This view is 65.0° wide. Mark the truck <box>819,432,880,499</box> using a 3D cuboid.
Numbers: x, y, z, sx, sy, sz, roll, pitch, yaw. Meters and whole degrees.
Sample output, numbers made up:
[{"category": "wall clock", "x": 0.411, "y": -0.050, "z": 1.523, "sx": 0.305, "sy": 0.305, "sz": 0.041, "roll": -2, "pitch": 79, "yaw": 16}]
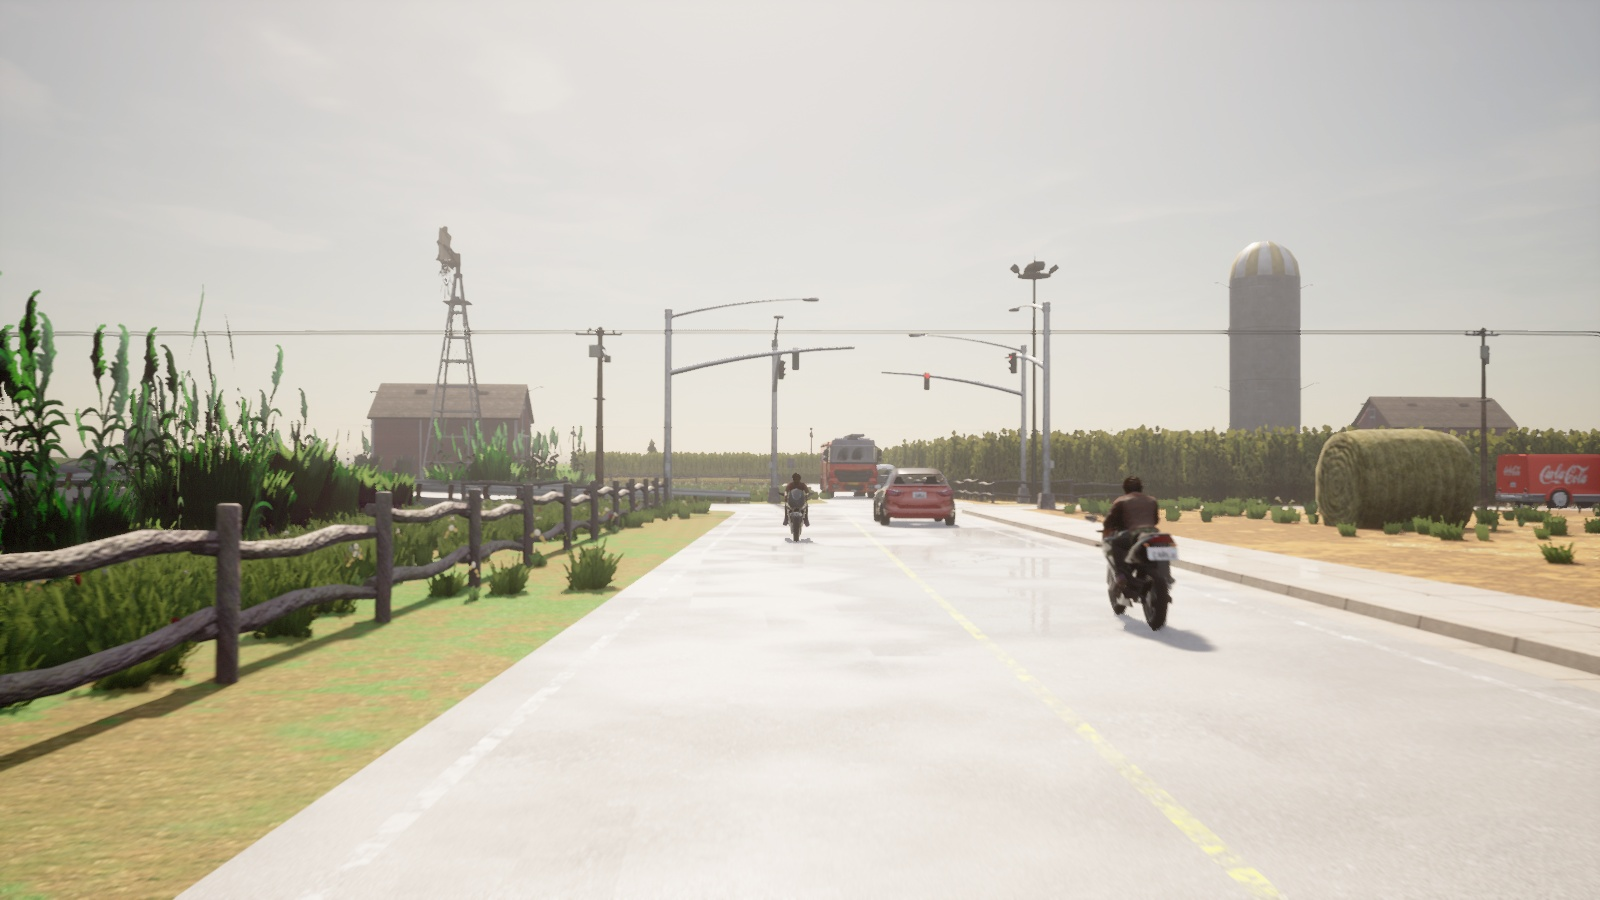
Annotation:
[{"category": "truck", "x": 2.909, "y": 0.950, "z": 76.275, "sx": 2.891, "sy": 3.827, "sz": 8.468, "roll": 0, "pitch": -1, "yaw": -3}]

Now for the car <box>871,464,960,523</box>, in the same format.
[{"category": "car", "x": 3.411, "y": 1.280, "z": 37.943, "sx": 2.242, "sy": 1.667, "sz": 4.611, "roll": 0, "pitch": -1, "yaw": 0}]

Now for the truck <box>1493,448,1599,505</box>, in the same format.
[{"category": "truck", "x": 33.925, "y": 1.155, "z": 55.410, "sx": 5.204, "sy": 2.467, "sz": 2.627, "roll": 0, "pitch": -1, "yaw": -3}]

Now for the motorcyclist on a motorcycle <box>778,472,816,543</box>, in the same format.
[{"category": "motorcyclist on a motorcycle", "x": -0.069, "y": 1.269, "z": 28.176, "sx": 0.797, "sy": 1.523, "sz": 2.044, "roll": 0, "pitch": -1, "yaw": 0}]

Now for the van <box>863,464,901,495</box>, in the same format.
[{"category": "van", "x": 5.542, "y": 1.984, "z": 85.616, "sx": 2.069, "sy": 2.038, "sz": 4.480, "roll": 0, "pitch": -1, "yaw": -3}]

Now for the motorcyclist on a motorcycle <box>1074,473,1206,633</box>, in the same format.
[{"category": "motorcyclist on a motorcycle", "x": 3.468, "y": 1.001, "z": 13.010, "sx": 0.797, "sy": 1.523, "sz": 2.044, "roll": 0, "pitch": -1, "yaw": 0}]

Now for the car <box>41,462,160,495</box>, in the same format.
[{"category": "car", "x": -30.984, "y": 1.257, "z": 55.690, "sx": 4.181, "sy": 1.385, "sz": 1.994, "roll": -1, "pitch": -1, "yaw": 5}]
